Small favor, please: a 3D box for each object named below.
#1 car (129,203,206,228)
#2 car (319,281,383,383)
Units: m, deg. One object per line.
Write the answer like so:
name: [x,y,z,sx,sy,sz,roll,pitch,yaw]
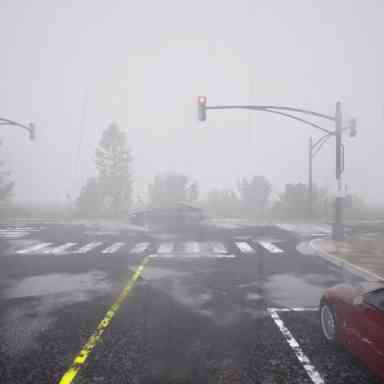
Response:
car: [-1.571,1.465,21.407,4.902,1.511,2.128,0,1,-1]
car: [2.813,1.581,3.545,1.802,1.307,4.206,-1,0,0]
